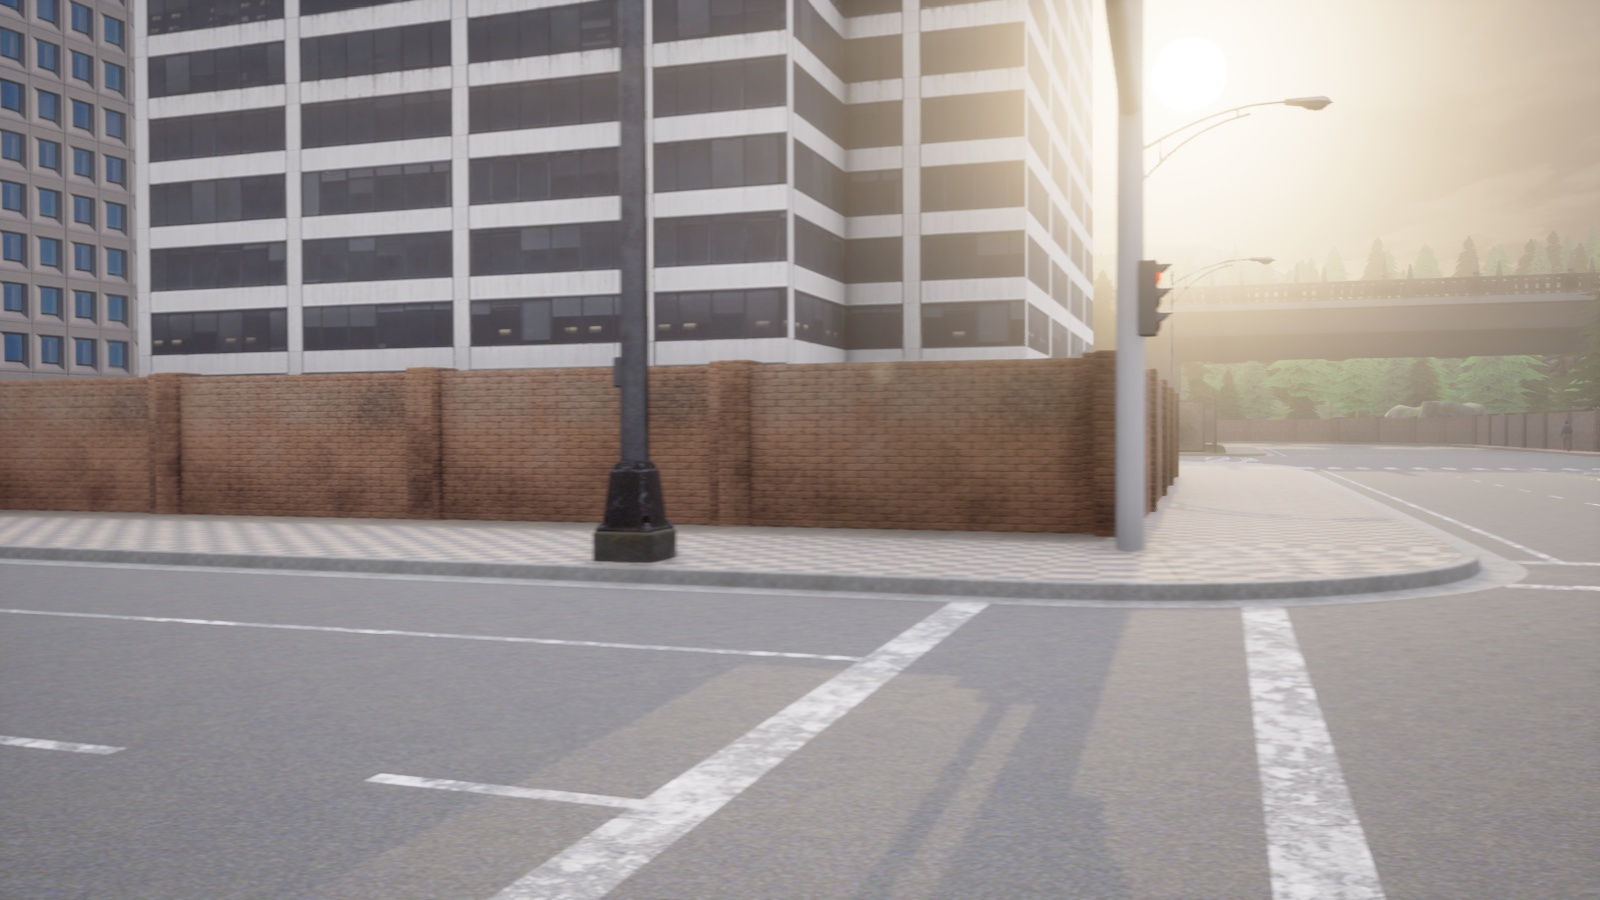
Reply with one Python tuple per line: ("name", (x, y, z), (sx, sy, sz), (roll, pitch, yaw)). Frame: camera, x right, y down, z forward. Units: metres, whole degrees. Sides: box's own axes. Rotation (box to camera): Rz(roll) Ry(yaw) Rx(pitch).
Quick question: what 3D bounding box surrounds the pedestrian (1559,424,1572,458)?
("pedestrian", (44.861, -0.525, 73.601), (0.423, 1.949, 0.788), (0, 1, 17))
